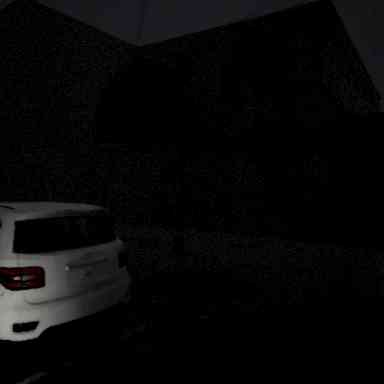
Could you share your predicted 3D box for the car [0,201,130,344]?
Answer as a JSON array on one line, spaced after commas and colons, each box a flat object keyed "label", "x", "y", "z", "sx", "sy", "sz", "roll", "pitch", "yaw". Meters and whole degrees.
[{"label": "car", "x": -3.600, "y": 1.179, "z": 6.090, "sx": 5.566, "sy": 2.045, "sz": 2.435, "roll": 1, "pitch": 0, "yaw": 35}]
